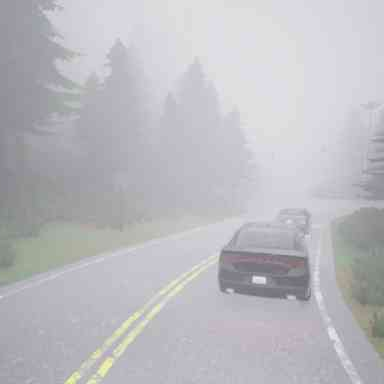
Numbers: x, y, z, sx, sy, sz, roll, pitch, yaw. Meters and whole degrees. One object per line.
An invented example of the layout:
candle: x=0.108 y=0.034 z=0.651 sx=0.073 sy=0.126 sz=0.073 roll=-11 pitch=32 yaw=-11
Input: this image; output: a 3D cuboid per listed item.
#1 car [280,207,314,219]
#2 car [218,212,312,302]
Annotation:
car: x=5.970 y=1.575 z=19.386 sx=2.033 sy=1.411 sz=5.357 roll=2 pitch=1 yaw=22
car: x=2.010 y=1.501 z=8.596 sx=1.882 sy=1.535 sz=5.008 roll=1 pitch=0 yaw=17
